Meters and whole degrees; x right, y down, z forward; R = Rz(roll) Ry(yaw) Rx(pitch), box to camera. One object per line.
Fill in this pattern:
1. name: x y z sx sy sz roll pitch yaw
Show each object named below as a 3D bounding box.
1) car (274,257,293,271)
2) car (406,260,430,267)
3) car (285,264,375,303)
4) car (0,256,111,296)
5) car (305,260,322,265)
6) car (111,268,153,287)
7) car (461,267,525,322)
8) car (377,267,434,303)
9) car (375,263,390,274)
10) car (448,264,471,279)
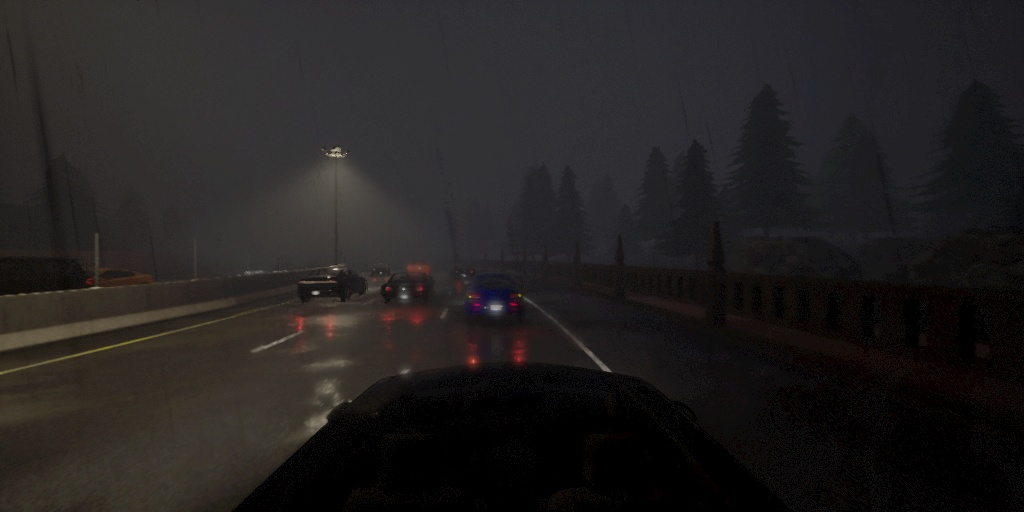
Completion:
1. car: -34.871 1.115 54.720 2.150 2.045 5.566 0 0 -34
2. car: -9.122 1.142 34.789 2.097 1.767 4.553 0 0 -18
3. car: -8.298 1.276 16.919 2.128 1.511 4.902 0 0 -8
4. car: -14.548 1.030 9.323 2.150 2.045 5.566 0 0 -5
5. car: -27.772 1.369 50.099 1.837 1.490 4.892 0 0 -30
6. car: -18.992 1.304 16.206 1.882 1.535 5.008 0 0 -10
7. car: -0.666 1.279 12.327 1.812 1.442 4.674 0 0 -5
8. car: -4.705 1.371 16.814 1.895 1.301 4.718 0 0 -8
9. car: -14.049 1.410 38.288 1.895 1.301 4.718 0 0 -21
10. car: -4.620 1.372 32.327 1.895 1.301 4.718 0 0 -17
